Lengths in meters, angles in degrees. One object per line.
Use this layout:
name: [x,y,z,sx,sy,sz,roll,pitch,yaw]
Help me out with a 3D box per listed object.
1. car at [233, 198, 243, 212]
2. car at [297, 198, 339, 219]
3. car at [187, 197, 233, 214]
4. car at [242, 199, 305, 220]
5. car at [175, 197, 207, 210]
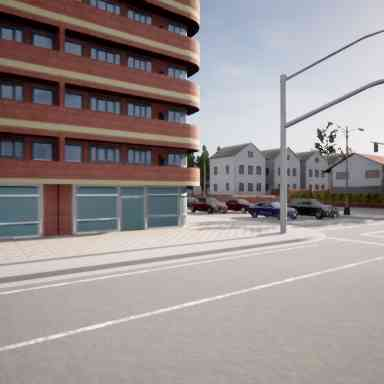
car: [5.174,1.476,36.646,1.882,1.535,5.008,0,0,-35]
car: [10.427,1.351,29.072,2.097,1.767,4.553,0,0,-35]
car: [1.795,1.351,35.374,2.097,1.767,4.553,0,0,-34]
car: [6.792,1.525,28.178,1.812,1.442,4.674,0,0,-35]
car: [-0.210,1.504,44.434,1.837,1.490,4.892,0,0,-35]
